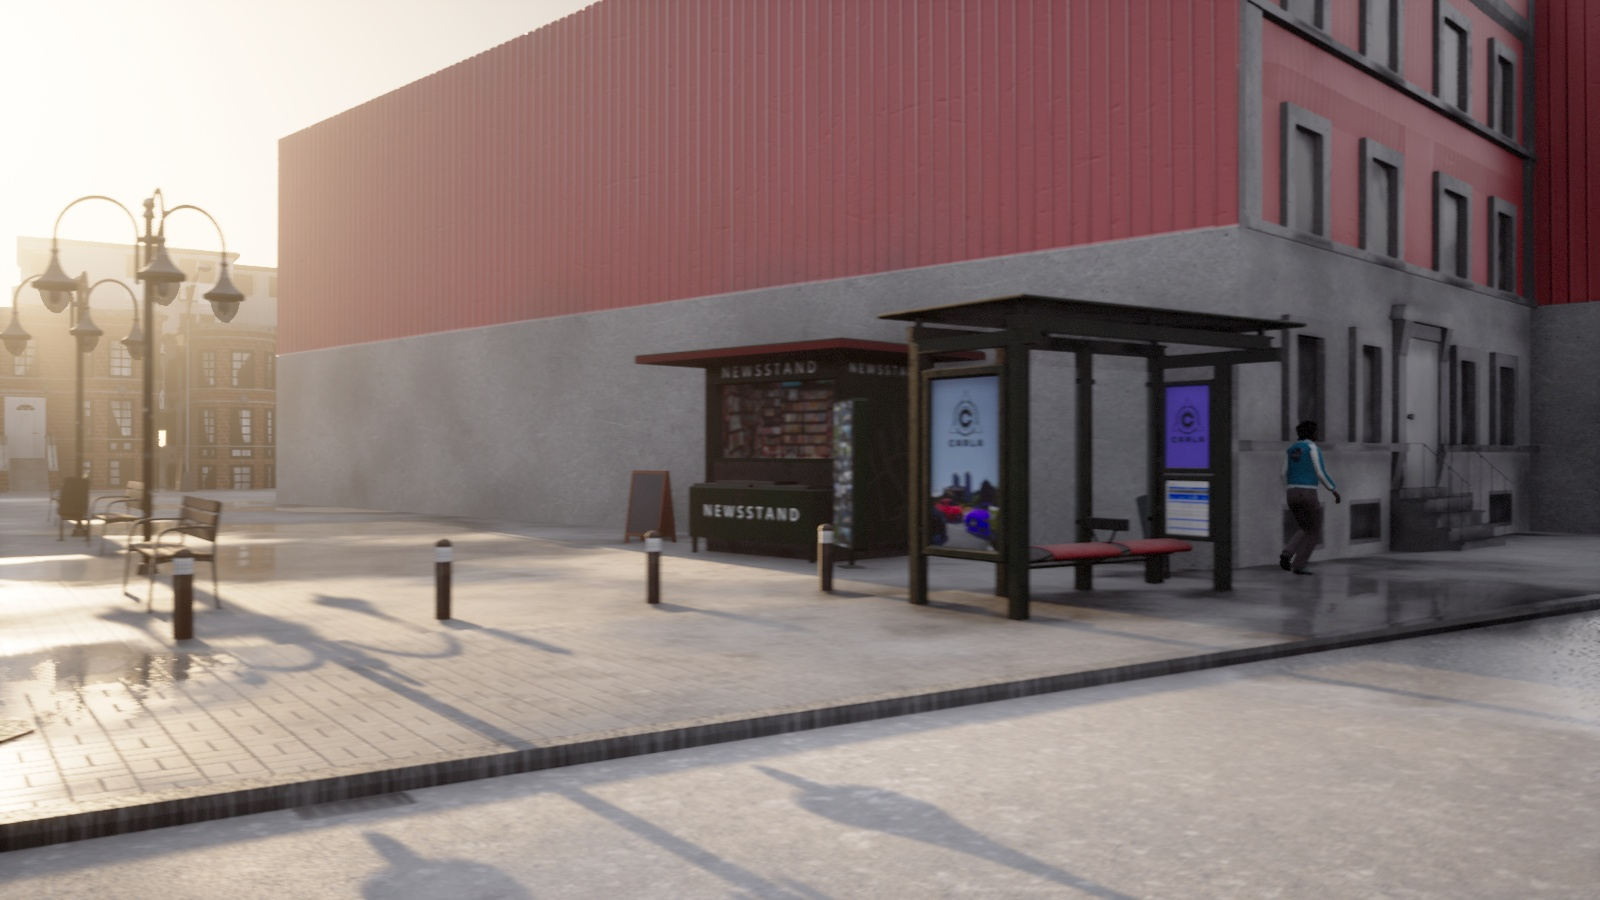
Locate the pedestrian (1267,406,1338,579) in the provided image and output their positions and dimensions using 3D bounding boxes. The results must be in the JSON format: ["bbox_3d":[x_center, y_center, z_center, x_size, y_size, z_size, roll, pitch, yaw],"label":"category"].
[{"bbox_3d":[5.763,0.478,14.402,0.692,1.930,0.396,0,0,-29],"label":"pedestrian"}]
